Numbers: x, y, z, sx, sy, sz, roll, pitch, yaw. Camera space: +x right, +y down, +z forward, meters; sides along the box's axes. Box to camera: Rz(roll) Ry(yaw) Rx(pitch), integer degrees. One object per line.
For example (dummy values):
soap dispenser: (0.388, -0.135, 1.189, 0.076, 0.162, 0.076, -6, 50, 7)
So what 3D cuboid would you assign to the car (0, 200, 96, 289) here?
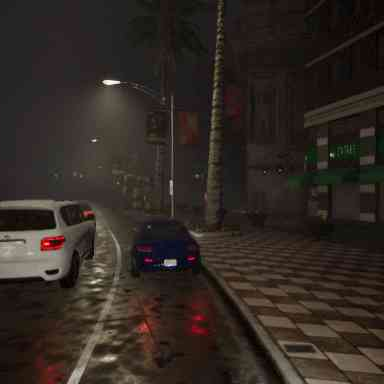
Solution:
car: (-4.030, 1.218, 9.141, 2.150, 2.045, 5.566, 0, 0, -9)

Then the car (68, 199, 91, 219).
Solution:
car: (-10.130, 1.468, 30.113, 1.882, 1.535, 5.008, 0, 0, -18)

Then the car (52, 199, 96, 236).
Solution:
car: (-6.693, 1.345, 19.318, 2.097, 1.767, 4.553, 0, 0, -16)

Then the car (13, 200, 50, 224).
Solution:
car: (-12.311, 1.467, 25.758, 1.882, 1.535, 5.008, 0, 0, -18)

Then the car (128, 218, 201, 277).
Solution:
car: (-0.947, 1.524, 10.194, 1.812, 1.442, 4.674, 0, 0, -11)
